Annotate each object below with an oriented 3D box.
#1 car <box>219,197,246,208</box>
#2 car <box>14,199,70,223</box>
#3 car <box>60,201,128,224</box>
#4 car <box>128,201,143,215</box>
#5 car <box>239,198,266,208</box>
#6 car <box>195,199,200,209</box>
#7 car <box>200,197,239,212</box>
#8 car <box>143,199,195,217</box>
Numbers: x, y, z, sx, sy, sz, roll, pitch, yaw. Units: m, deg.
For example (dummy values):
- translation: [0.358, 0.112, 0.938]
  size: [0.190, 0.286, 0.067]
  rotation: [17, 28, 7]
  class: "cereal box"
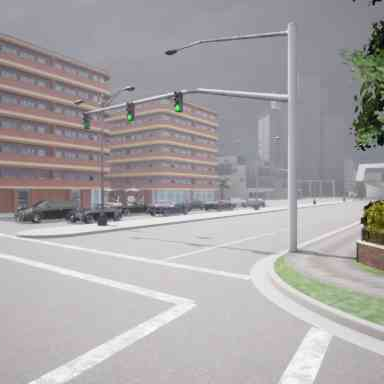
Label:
- translation: [5.995, 1.527, 49.007]
  size: [1.812, 1.442, 4.674]
  rotation: [0, 1, 36]
  class: "car"
- translation: [-11.107, 1.352, 25.582]
  size: [2.097, 1.767, 4.553]
  rotation: [0, 0, 36]
  class: "car"
- translation: [-7.249, 1.564, 24.926]
  size: [1.994, 1.385, 4.181]
  rotation: [0, 0, 36]
  class: "car"
- translation: [-5.838, 1.601, 32.813]
  size: [1.895, 1.301, 4.718]
  rotation: [0, 0, 36]
  class: "car"
- translation: [8.844, 1.526, 46.973]
  size: [1.812, 1.442, 4.674]
  rotation: [0, 0, 36]
  class: "car"
- translation: [-0.199, 1.547, 40.549]
  size: [2.033, 1.411, 5.357]
  rotation: [0, 0, 36]
  class: "car"
- translation: [3.305, 1.601, 39.412]
  size: [1.895, 1.301, 4.718]
  rotation: [0, 0, 36]
  class: "car"
- translation: [-2.091, 1.601, 32.005]
  size: [1.895, 1.301, 4.718]
  rotation: [0, 0, 36]
  class: "car"
